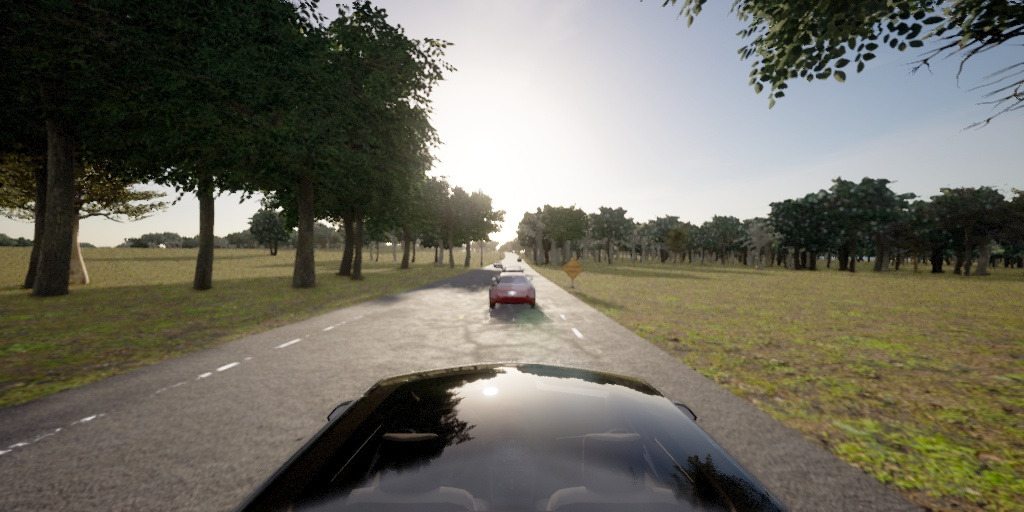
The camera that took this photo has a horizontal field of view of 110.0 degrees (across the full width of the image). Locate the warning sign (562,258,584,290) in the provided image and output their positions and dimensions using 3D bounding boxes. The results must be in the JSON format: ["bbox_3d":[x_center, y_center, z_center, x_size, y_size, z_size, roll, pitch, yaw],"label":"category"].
[{"bbox_3d":[3.595,1.037,21.294,1.300,1.860,1.060,0,0,0],"label":"warning sign"}]

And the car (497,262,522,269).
[{"bbox_3d":[0.110,1.494,31.095,2.128,1.511,4.902,0,0,1],"label":"car"}]

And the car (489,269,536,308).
[{"bbox_3d":[0.029,1.442,16.116,1.994,1.385,4.181,0,0,0],"label":"car"}]
